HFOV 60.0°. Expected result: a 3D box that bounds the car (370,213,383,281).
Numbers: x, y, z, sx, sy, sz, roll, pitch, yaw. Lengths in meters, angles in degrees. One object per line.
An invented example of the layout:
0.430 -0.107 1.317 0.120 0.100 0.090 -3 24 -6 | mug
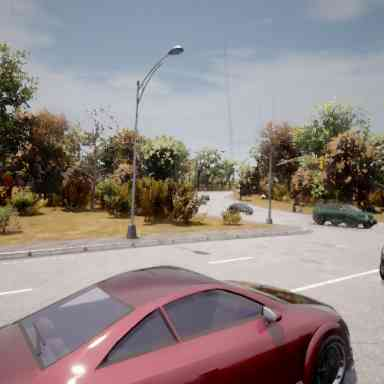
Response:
6.967 1.486 8.771 4.553 1.767 2.097 2 -1 -36 | car

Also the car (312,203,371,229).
13.073 1.999 28.921 2.150 2.045 5.566 3 -2 -27 | car

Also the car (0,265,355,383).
-0.051 1.571 3.713 4.181 1.385 1.994 0 0 -36 | car

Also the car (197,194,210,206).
1.688 1.655 61.494 1.812 1.442 4.674 2 2 -10 | car

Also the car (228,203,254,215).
6.442 2.212 44.097 1.837 1.490 4.892 3 0 -19 | car
